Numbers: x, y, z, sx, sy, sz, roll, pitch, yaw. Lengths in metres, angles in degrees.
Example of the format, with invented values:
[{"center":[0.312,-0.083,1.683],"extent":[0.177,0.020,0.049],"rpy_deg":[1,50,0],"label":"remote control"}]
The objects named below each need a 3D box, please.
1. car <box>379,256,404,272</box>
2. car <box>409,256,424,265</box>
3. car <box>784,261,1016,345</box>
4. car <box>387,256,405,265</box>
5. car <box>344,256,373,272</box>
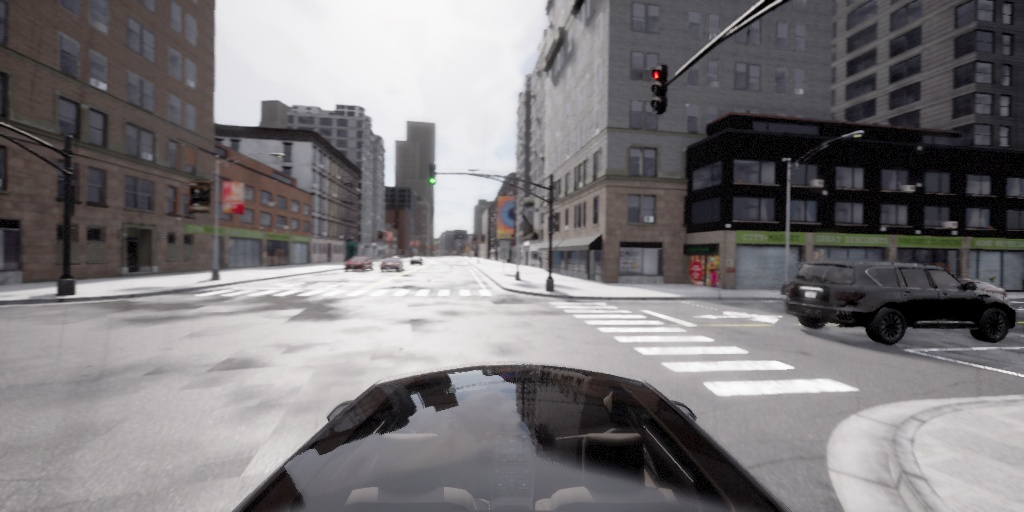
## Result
[{"center":[-12.387,0.872,37.158],"extent":[1.812,1.442,4.674],"rpy_deg":[1,0,-8],"label":"car"},{"center":[-15.574,0.752,58.829],"extent":[2.033,1.411,5.357],"rpy_deg":[1,0,-9],"label":"car"},{"center":[10.697,1.194,10.086],"extent":[5.566,2.045,2.150],"rpy_deg":[1,0,-9],"label":"car"},{"center":[-18.746,0.723,58.048],"extent":[1.994,1.385,4.181],"rpy_deg":[1,0,-8],"label":"car"},{"center":[-15.605,0.775,36.710],"extent":[1.882,1.535,5.008],"rpy_deg":[1,0,-8],"label":"car"}]
